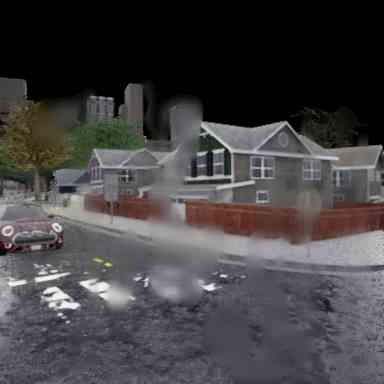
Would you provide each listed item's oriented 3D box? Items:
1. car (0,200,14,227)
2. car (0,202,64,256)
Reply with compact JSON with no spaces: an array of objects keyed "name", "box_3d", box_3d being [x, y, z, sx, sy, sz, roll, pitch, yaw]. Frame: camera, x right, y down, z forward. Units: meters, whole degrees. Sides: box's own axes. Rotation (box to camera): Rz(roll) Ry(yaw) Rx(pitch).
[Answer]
[{"name":"car","box_3d":[-12.927,1.356,21.652,1.812,1.442,4.674,-1,1,-35]},{"name":"car","box_3d":[-6.636,1.275,13.068,2.097,1.767,4.553,-1,1,-37]}]
